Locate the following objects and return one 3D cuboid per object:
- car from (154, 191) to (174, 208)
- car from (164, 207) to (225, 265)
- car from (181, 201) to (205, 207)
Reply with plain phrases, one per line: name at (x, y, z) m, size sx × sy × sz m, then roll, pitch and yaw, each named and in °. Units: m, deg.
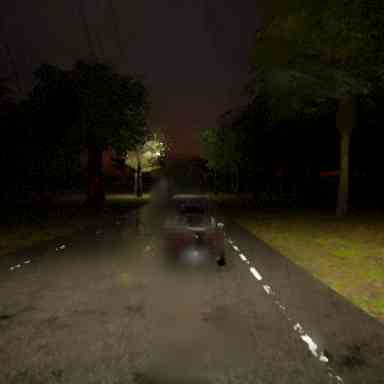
car at (-3.581, 0.922, 43.534) m, size 2.150 × 2.045 × 5.566 m, roll 0°, pitch 1°, yaw 0°
car at (0.088, 1.500, 11.636) m, size 1.837 × 1.490 × 4.892 m, roll 0°, pitch 0°, yaw 0°
car at (0.089, 1.474, 27.760) m, size 1.812 × 1.442 × 4.674 m, roll 0°, pitch 1°, yaw 0°
